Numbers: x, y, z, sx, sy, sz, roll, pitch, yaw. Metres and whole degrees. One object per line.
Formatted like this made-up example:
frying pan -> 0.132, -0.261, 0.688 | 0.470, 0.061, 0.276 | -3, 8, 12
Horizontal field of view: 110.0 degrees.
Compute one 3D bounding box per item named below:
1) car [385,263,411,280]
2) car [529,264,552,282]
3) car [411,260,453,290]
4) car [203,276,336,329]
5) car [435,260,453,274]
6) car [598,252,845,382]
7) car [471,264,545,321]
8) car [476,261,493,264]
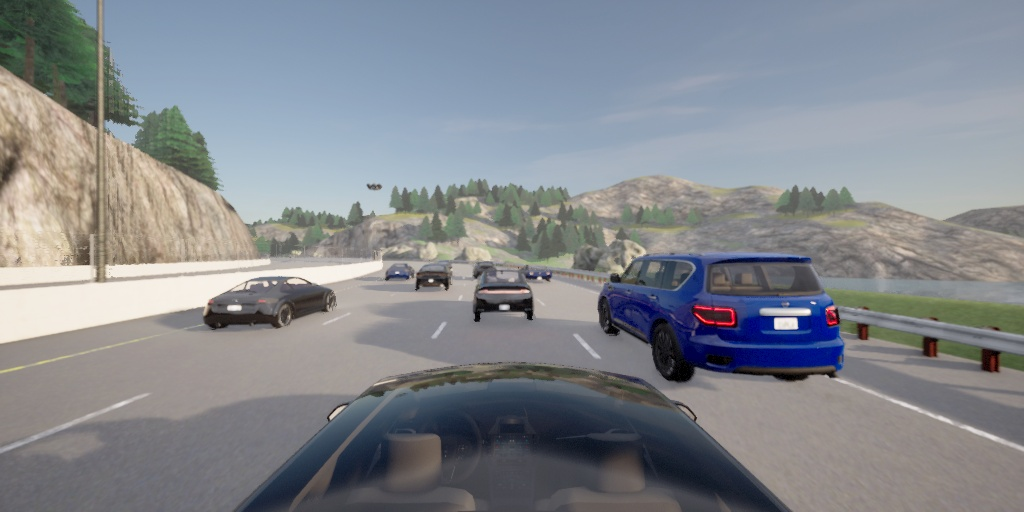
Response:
car -> -9.356, 1.265, 30.224 | 1.994, 1.385, 4.181 | 0, 0, -9
car -> 1.663, 1.285, 27.694 | 1.895, 1.301, 4.718 | 0, 0, -8
car -> -4.687, 1.189, 22.029 | 1.882, 1.535, 5.008 | 0, 0, -6
car -> -7.283, 1.306, 11.272 | 1.994, 1.385, 4.181 | 0, 0, -3
car -> -7.673, 1.199, 40.278 | 1.812, 1.442, 4.674 | 0, 0, -12
car -> 3.426, 0.951, 7.268 | 2.150, 2.045, 5.566 | 0, 0, -2
car -> -0.341, 1.216, 12.438 | 2.128, 1.511, 4.902 | 0, 0, -3
car -> -2.420, 1.189, 31.204 | 1.837, 1.490, 4.892 | 0, 0, -9
